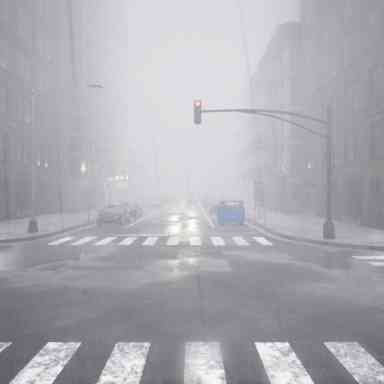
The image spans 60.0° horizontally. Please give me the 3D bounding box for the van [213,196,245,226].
[{"bbox_3d":[2.630,1.340,23.187,1.690,1.788,3.998,0,0,0],"label":"van"}]

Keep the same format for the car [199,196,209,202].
[{"bbox_3d":[2.617,1.524,74.319,2.008,1.369,4.403,0,0,0],"label":"car"}]

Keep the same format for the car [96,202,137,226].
[{"bbox_3d":[-5.395,1.549,23.176,2.008,1.369,4.403,0,0,0],"label":"car"}]

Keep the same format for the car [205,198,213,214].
[{"bbox_3d":[2.628,1.580,34.549,1.802,1.307,4.206,0,0,0],"label":"car"}]

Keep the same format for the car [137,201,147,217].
[{"bbox_3d":[-5.396,1.543,28.858,1.887,1.381,4.507,0,0,0],"label":"car"}]

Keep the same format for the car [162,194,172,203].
[{"bbox_3d":[-5.405,1.548,62.949,1.947,1.339,4.313,0,0,0],"label":"car"}]

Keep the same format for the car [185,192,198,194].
[{"bbox_3d":[0.076,1.331,67.096,2.097,1.767,4.553,0,0,-2],"label":"car"}]

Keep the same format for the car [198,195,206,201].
[{"bbox_3d":[2.614,1.531,85.681,1.947,1.339,4.313,0,0,0],"label":"car"}]

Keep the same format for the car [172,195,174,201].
[{"bbox_3d":[-5.407,1.293,68.631,2.192,1.841,5.009,0,0,0],"label":"car"}]

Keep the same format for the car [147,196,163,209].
[{"bbox_3d":[-5.401,1.520,45.734,1.752,1.417,4.829,0,0,0],"label":"car"}]

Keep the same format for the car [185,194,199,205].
[{"bbox_3d":[0.088,1.512,57.266,1.812,1.442,4.674,0,0,0],"label":"car"}]

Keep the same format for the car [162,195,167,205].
[{"bbox_3d":[-5.402,1.556,51.586,1.947,1.339,4.313,0,0,0],"label":"car"}]

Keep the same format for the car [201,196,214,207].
[{"bbox_3d":[2.625,1.576,45.912,1.802,1.307,4.206,0,0,0],"label":"car"}]

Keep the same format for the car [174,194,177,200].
[{"bbox_3d":[-5.410,1.409,79.995,1.967,1.590,4.097,0,0,0],"label":"car"}]

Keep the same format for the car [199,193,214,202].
[{"bbox_3d":[2.623,1.305,51.594,2.192,1.841,5.009,0,0,0],"label":"car"}]
